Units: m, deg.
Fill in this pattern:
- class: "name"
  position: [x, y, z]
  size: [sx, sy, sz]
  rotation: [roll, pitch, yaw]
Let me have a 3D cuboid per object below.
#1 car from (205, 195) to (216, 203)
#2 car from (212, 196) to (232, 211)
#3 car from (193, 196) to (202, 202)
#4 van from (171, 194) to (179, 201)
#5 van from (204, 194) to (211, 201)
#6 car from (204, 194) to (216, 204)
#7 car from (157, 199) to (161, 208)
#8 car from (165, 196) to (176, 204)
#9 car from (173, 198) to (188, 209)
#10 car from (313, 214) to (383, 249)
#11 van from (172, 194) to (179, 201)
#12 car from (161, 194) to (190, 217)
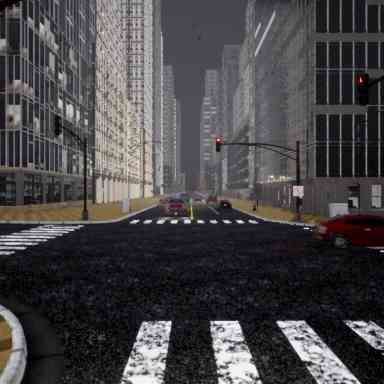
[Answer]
- class: "car"
  position: [3.785, 1.432, 69.423]
  size: [1.967, 1.590, 4.097]
  rotation: [0, 0, 0]
- class: "car"
  position: [3.941, 1.579, 41.786]
  size: [1.947, 1.339, 4.313]
  rotation: [0, 0, 0]
- class: "car"
  position: [1.218, 1.529, 72.899]
  size: [2.033, 1.411, 5.357]
  rotation: [0, 0, 0]
- class: "van"
  position: [-4.138, 1.321, 80.447]
  size: [1.690, 1.788, 3.998]
  rotation: [0, 0, 0]
- class: "van"
  position: [3.742, 1.321, 80.478]
  size: [1.690, 1.788, 3.998]
  rotation: [0, 0, 0]
- class: "car"
  position: [3.807, 1.313, 63.894]
  size: [2.192, 1.841, 5.009]
  rotation: [0, 0, 0]
- class: "car"
  position: [-4.010, 1.592, 47.281]
  size: [1.802, 1.307, 4.206]
  rotation: [0, 0, 0]
- class: "car"
  position: [-4.073, 1.563, 63.864]
  size: [1.947, 1.339, 4.313]
  rotation: [0, 0, 0]
- class: "car"
  position: [-1.545, 1.558, 47.832]
  size: [2.033, 1.411, 5.357]
  rotation: [0, 0, 0]
- class: "car"
  position: [7.638, 1.688, 14.171]
  size: [4.674, 1.442, 1.812]
  rotation: [1, 1, 19]
- class: "van"
  position: [-4.159, 1.315, 85.975]
  size: [1.690, 1.788, 3.998]
  rotation: [0, 0, 0]
- class: "car"
  position: [-1.472, 1.369, 31.873]
  size: [2.097, 1.767, 4.553]
  rotation: [0, 0, -1]
